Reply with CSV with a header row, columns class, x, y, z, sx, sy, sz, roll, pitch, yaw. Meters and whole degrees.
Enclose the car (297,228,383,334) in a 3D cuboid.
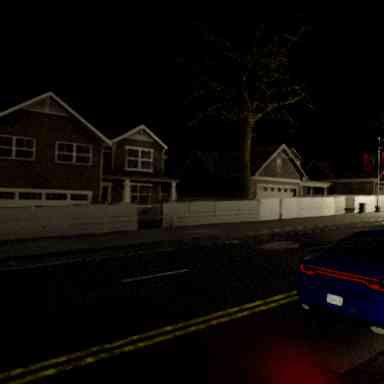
class,x,y,z,sx,sy,sz,roll,pitch,yaw
car,4.140,1.439,6.395,5.008,1.535,1.882,0,0,-36
